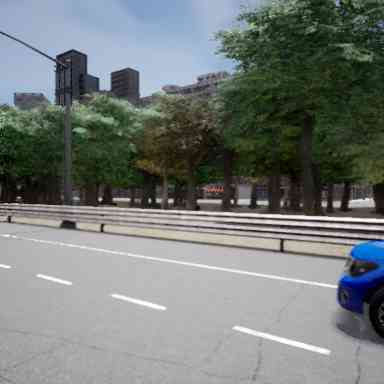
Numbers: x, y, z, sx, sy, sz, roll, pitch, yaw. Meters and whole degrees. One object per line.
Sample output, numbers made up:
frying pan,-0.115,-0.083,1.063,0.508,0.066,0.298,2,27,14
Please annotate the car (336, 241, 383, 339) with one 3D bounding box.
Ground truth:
car,5.044,1.223,4.571,5.566,2.045,2.150,0,0,35
